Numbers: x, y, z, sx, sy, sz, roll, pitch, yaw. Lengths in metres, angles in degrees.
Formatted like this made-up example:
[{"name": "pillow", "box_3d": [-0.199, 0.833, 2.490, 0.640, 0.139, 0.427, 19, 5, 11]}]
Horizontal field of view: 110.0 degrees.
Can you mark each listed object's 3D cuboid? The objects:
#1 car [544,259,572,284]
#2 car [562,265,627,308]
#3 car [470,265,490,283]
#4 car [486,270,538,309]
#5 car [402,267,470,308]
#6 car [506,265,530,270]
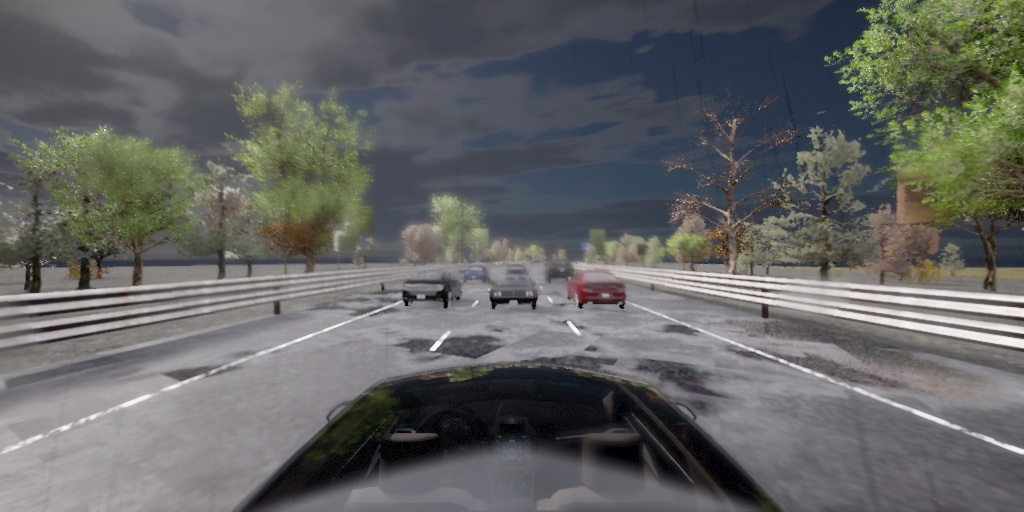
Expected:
[{"name": "car", "box_3d": [3.969, 1.237, 30.402, 2.150, 2.045, 5.566, 0, 0, 2]}, {"name": "car", "box_3d": [3.608, 1.362, 16.025, 1.882, 1.535, 5.008, 0, 0, 1]}, {"name": "car", "box_3d": [-2.988, 1.530, 30.992, 1.812, 1.442, 4.674, 2, 0, 2]}, {"name": "car", "box_3d": [0.097, 1.482, 15.714, 1.895, 1.301, 4.718, 0, 0, 1]}, {"name": "car", "box_3d": [-3.390, 1.364, 15.960, 2.128, 1.511, 4.902, 1, -1, 1]}, {"name": "car", "box_3d": [0.486, 1.532, 30.797, 1.837, 1.490, 4.892, 0, 0, 2]}]
